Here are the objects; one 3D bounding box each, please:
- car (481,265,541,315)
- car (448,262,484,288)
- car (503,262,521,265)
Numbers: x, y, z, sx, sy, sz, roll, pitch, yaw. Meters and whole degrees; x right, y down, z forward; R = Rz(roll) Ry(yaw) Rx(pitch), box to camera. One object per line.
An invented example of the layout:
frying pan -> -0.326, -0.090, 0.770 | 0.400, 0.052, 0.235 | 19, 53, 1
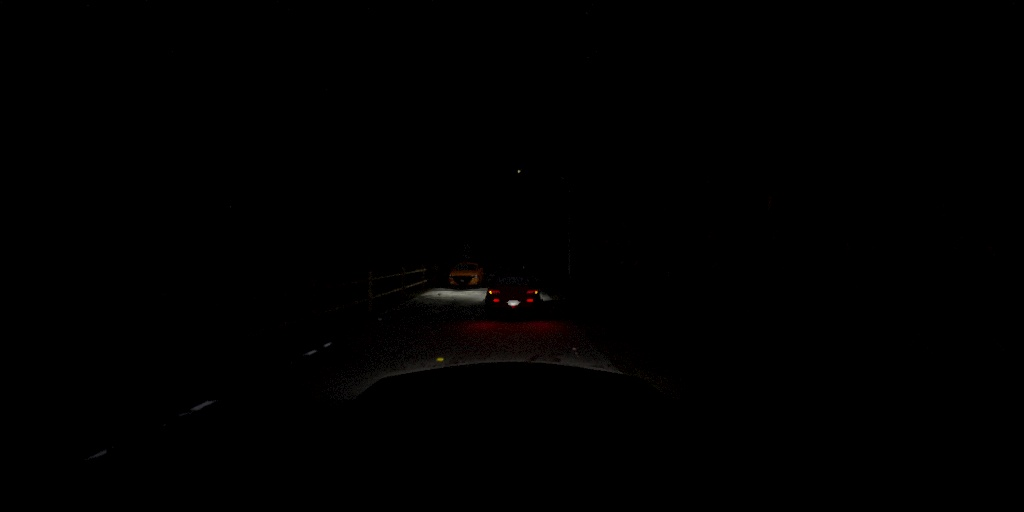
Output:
car -> 0.042, 1.261, 13.363 | 1.812, 1.442, 4.674 | 0, 0, 0
car -> -2.903, 1.147, 23.455 | 1.882, 1.535, 5.008 | 0, 1, 0
car -> -0.005, 1.171, 27.991 | 2.033, 1.411, 5.357 | 0, 1, 2
